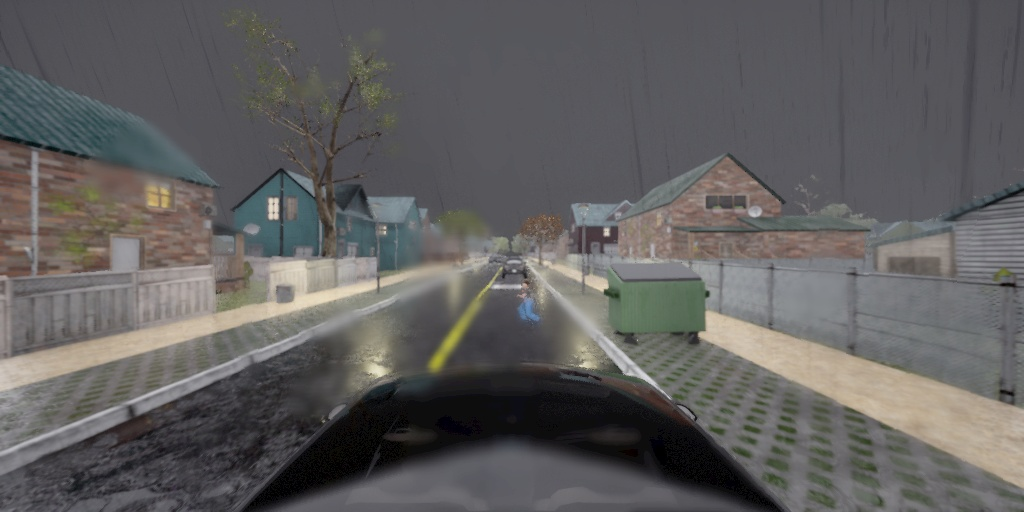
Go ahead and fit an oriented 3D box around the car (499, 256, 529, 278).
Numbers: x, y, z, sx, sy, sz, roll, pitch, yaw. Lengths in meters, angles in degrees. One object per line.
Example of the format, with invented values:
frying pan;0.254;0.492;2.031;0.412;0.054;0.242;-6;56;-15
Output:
car;0.188;0.857;27.862;1.812;1.442;4.674;0;1;1

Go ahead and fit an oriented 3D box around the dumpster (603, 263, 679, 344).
dumpster;3.039;1.030;8.717;1.020;1.700;1.940;0;0;0

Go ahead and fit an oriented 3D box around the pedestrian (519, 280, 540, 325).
pedestrian;0.474;1.192;9.661;0.375;1.300;0.375;1;0;-2

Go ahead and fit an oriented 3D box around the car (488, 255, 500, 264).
car;-2.590;0.502;55.992;1.994;1.385;4.181;0;1;1
